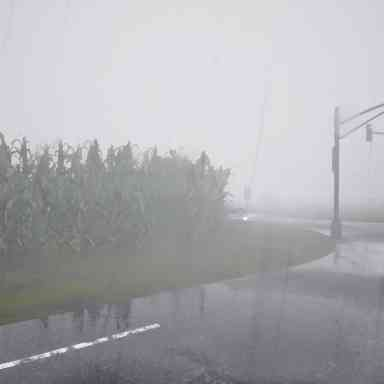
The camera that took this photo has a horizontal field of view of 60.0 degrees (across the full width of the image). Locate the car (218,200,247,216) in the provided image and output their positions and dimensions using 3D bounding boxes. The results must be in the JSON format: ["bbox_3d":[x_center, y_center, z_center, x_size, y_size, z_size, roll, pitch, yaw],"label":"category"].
[{"bbox_3d":[3.081,1.501,31.919,2.033,1.411,5.357,1,0,-26],"label":"car"}]
